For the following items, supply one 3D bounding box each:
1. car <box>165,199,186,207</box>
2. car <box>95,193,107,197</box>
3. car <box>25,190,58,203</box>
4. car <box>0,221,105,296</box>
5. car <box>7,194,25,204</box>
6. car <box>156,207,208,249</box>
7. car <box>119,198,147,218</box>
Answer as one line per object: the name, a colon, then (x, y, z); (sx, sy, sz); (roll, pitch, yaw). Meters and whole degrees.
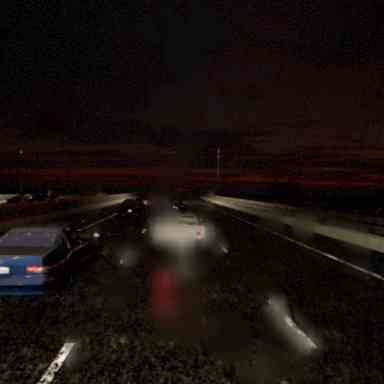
car: (-1.598, 1.380, 31.517); (1.994, 1.385, 4.181); (1, 0, -4)
car: (-17.836, 0.939, 65.400); (2.128, 1.511, 4.902); (1, 0, -6)
car: (-20.195, 0.753, 45.570); (2.150, 2.045, 5.566); (1, 0, -3)
car: (-3.654, 1.462, 8.580); (2.033, 1.411, 5.357); (1, 0, -4)
car: (-23.765, 1.030, 46.550); (2.033, 1.411, 5.357); (1, 0, -3)
car: (-0.499, 1.522, 14.133); (1.895, 1.301, 4.718); (1, 0, -4)
car: (-4.858, 1.278, 27.629); (1.882, 1.535, 5.008); (1, 0, -4)
